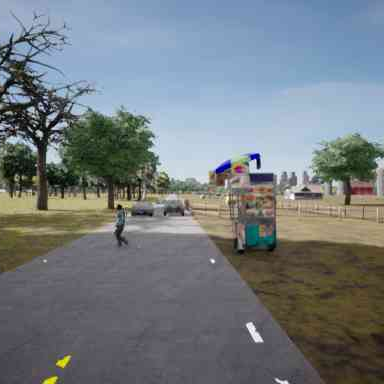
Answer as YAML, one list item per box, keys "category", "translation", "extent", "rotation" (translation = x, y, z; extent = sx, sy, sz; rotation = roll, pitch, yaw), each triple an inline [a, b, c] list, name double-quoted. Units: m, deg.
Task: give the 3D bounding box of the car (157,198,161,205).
- category: "car"
  translation: [-6.823, 2.139, 73.666]
  extent: [2.128, 1.511, 4.902]
  rotation: [0, -1, -3]

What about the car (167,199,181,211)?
- category: "car"
  translation: [-2.594, 1.809, 47.570]
  extent: [1.837, 1.490, 4.892]
  rotation: [0, -1, -3]

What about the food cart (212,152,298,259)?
- category: "food cart"
  translation: [2.270, 0.498, 13.528]
  extent: [2.280, 3.560, 4.660]
  rotation: [-1, -1, -3]

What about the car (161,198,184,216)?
- category: "car"
  translation: [-1.929, 1.542, 35.557]
  extent: [2.097, 1.767, 4.553]
  rotation: [0, 0, -3]

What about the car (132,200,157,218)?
- category: "car"
  translation: [-4.693, 1.643, 32.349]
  extent: [1.882, 1.535, 5.008]
  rotation: [0, 0, -3]

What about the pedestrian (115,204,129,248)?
- category: "pedestrian"
  translation: [-2.900, 1.330, 13.530]
  extent: [0.375, 1.860, 0.375]
  rotation: [1, -2, -18]
